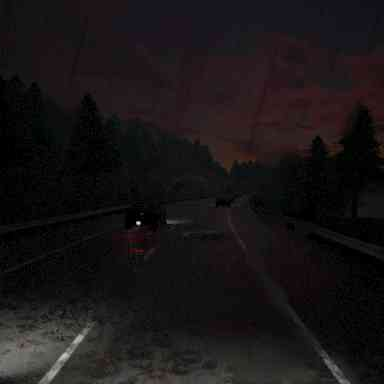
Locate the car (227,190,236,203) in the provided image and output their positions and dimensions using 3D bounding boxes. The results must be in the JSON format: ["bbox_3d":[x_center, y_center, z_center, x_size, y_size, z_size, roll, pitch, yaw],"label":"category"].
[{"bbox_3d":[5.681,1.007,54.352,2.097,1.767,4.553,0,0,10],"label":"car"}]

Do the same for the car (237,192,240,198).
[{"bbox_3d":[9.235,0.595,77.615,2.150,2.045,5.566,0,0,12],"label":"car"}]

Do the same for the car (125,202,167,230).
[{"bbox_3d":[-2.692,1.374,20.044,1.837,1.490,4.892,0,0,3],"label":"car"}]

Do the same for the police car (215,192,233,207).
[{"bbox_3d":[4.216,1.142,44.789,1.930,1.638,5.238,0,0,8],"label":"police car"}]
